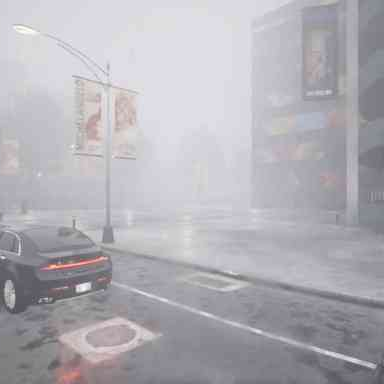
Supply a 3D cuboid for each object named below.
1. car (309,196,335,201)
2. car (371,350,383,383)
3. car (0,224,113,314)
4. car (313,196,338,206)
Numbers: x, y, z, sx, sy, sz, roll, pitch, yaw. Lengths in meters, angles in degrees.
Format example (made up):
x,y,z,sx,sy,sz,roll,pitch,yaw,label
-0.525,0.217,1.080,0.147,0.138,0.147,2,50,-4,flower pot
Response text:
x,y,z,sx,sy,sz,roll,pitch,yaw,label
16.349,1.320,42.252,2.002,1.452,4.674,0,0,43,car
3.773,1.547,1.434,5.357,1.411,2.033,0,0,32,car
-3.776,1.505,7.753,4.892,1.490,1.837,0,0,43,car
21.754,1.413,53.937,2.161,1.482,4.786,0,0,43,car
